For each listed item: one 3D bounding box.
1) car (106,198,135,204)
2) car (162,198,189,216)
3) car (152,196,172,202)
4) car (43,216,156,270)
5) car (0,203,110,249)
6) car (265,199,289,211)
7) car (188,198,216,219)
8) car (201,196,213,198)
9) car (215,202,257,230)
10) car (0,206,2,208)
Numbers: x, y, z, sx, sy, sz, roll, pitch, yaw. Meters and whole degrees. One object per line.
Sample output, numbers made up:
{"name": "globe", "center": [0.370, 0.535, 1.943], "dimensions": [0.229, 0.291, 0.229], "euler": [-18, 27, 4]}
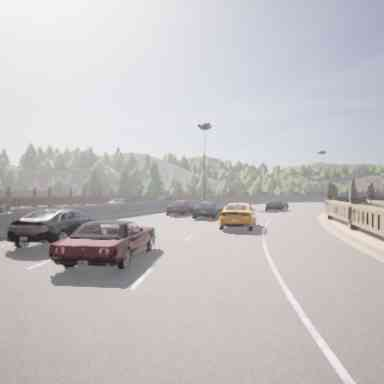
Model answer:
{"name": "car", "center": [-7.579, 1.403, 34.194], "dimensions": [2.128, 1.511, 4.902], "euler": [0, 0, 21]}
{"name": "car", "center": [-0.844, 1.474, 31.712], "dimensions": [1.994, 1.385, 4.181], "euler": [0, 0, 20]}
{"name": "car", "center": [-4.696, 1.410, 55.664], "dimensions": [1.882, 1.535, 5.008], "euler": [0, 0, 32]}
{"name": "car", "center": [-2.560, 1.557, 10.871], "dimensions": [1.895, 1.301, 4.718], "euler": [0, 0, 7]}
{"name": "car", "center": [-5.557, 1.434, 14.126], "dimensions": [2.128, 1.511, 4.902], "euler": [0, 0, 9]}
{"name": "car", "center": [9.973, 1.459, 38.763], "dimensions": [1.994, 1.385, 4.181], "euler": [0, 0, 27]}
{"name": "car", "center": [1.494, 1.478, 27.905], "dimensions": [1.994, 1.385, 4.181], "euler": [0, 0, 19]}
{"name": "car", "center": [2.632, 1.487, 60.276], "dimensions": [2.033, 1.411, 5.357], "euler": [0, 0, 37]}
{"name": "car", "center": [2.917, 1.407, 20.567], "dimensions": [1.882, 1.535, 5.008], "euler": [0, 0, 14]}
{"name": "car", "center": [-14.872, 1.271, 22.062], "dimensions": [2.097, 1.767, 4.553], "euler": [0, 0, 13]}
